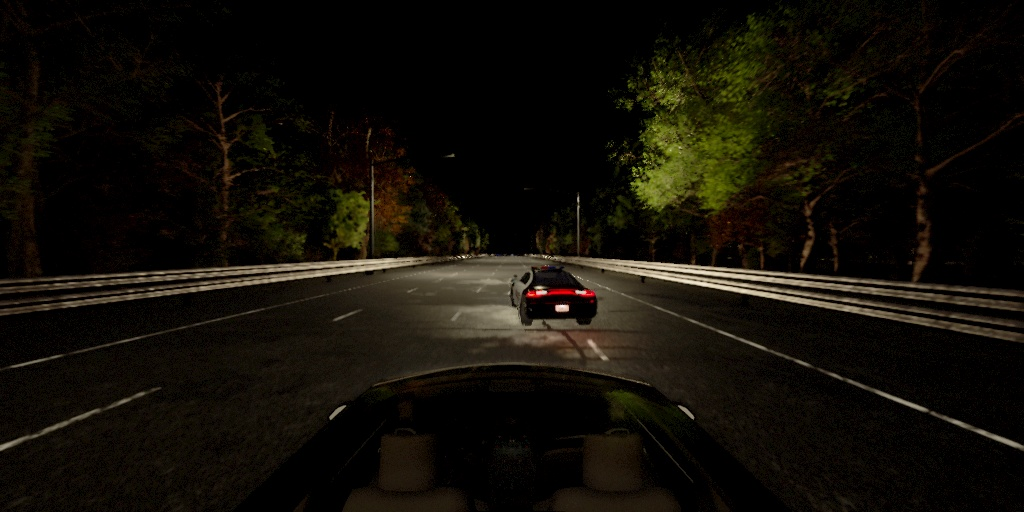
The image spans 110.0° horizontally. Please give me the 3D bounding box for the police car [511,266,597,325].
[{"bbox_3d":[1.067,1.112,11.531,2.038,1.542,4.974,0,1,-5],"label":"police car"}]
